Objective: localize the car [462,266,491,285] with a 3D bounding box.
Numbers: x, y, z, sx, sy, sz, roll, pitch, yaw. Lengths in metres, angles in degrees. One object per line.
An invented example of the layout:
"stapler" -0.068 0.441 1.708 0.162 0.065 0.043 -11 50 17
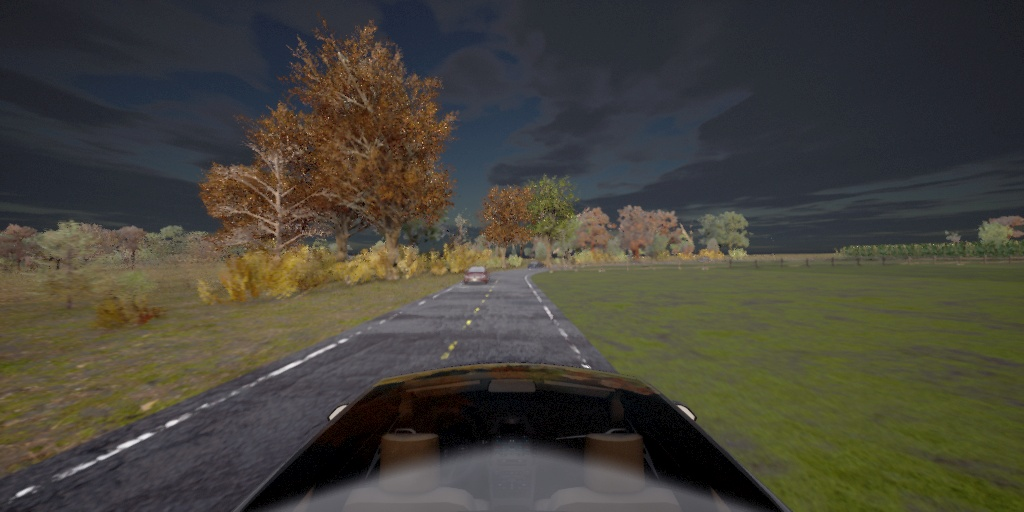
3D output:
"car" -2.790 1.543 29.226 1.812 1.442 4.674 0 0 0
